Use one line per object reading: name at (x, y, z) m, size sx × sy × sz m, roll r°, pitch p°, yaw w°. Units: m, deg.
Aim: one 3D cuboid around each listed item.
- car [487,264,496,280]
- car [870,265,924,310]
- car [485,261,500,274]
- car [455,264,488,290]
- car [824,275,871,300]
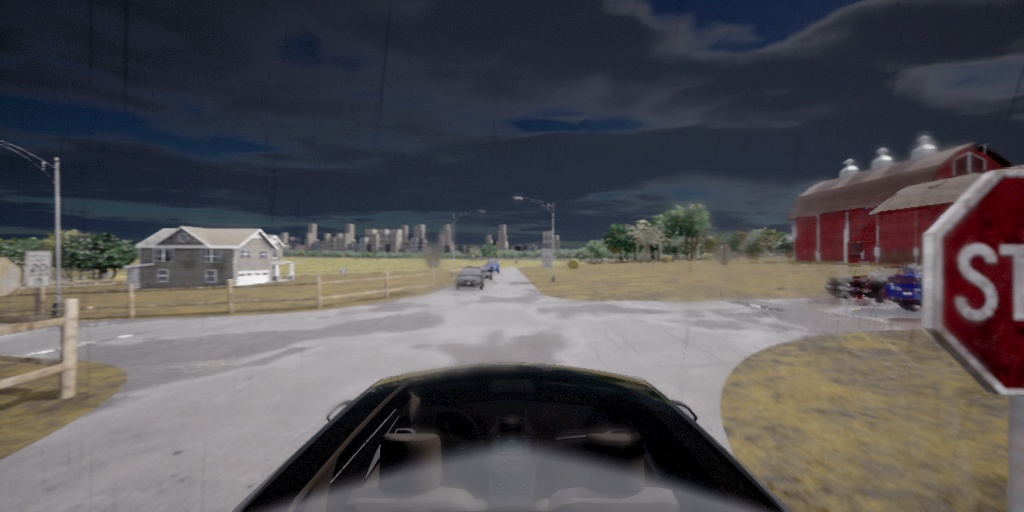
car at (-2.992, 1.770, 37.016) m, size 1.994 × 1.385 × 4.181 m, roll 0°, pitch -1°, yaw 0°
car at (13.850, 0.861, 10.319) m, size 5.008 × 1.535 × 1.882 m, roll -2°, pitch -1°, yaw 0°
car at (-3.035, 1.738, 56.579) m, size 2.150 × 2.045 × 5.566 m, roll 0°, pitch -1°, yaw 0°
car at (-2.882, 1.551, 25.470) m, size 1.837 × 1.490 × 4.892 m, roll 0°, pitch -1°, yaw -2°
car at (14.434, 1.004, 13.170) m, size 4.718 × 1.301 × 1.895 m, roll -2°, pitch -1°, yaw 0°
